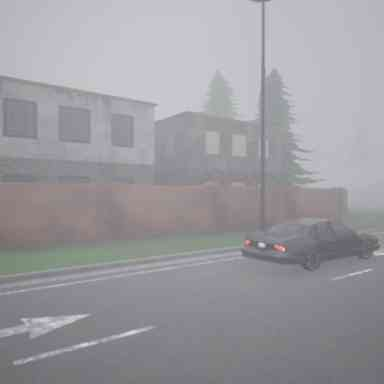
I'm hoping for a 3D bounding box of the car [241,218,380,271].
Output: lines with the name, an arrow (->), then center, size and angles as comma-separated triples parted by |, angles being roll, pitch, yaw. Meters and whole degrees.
car -> 4.053, 1.576, 10.980 | 5.357, 1.411, 2.033 | 0, 0, -35
